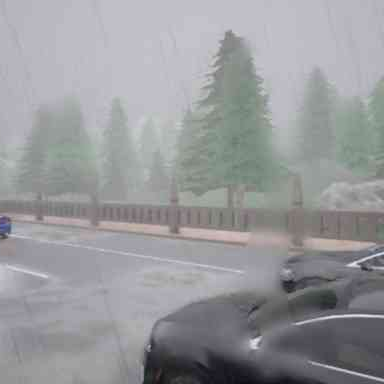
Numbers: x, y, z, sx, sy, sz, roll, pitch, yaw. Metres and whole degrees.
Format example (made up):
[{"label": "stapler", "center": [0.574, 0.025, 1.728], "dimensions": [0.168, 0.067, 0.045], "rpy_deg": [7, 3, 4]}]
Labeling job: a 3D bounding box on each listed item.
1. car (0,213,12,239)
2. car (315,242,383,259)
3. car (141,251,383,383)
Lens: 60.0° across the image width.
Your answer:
[{"label": "car", "center": [-10.506, 1.439, 15.788], "dimensions": [5.008, 1.535, 1.882], "rpy_deg": [0, 0, 36]}, {"label": "car", "center": [3.853, 1.492, 5.544], "dimensions": [4.902, 1.511, 2.128], "rpy_deg": [0, 0, 36]}, {"label": "car", "center": [1.712, 1.505, 2.772], "dimensions": [4.892, 1.490, 1.837], "rpy_deg": [0, 0, 36]}]
